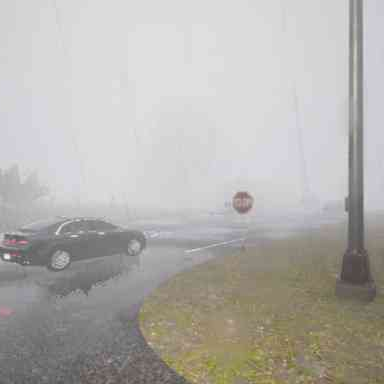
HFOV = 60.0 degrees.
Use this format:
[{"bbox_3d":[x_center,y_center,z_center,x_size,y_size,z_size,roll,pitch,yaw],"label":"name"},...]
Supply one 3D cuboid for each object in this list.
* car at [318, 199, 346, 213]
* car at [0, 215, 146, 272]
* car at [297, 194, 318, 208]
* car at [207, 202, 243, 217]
[{"bbox_3d":[16.776,1.698,38.765,2.033,1.411,5.357,0,0,36],"label":"car"},{"bbox_3d":[-3.626,1.539,11.093,1.837,1.490,4.892,0,0,36],"label":"car"},{"bbox_3d":[18.520,1.422,52.939,2.150,2.045,5.566,0,0,36],"label":"car"},{"bbox_3d":[3.468,1.700,32.523,1.895,1.301,4.718,0,0,36],"label":"car"}]
